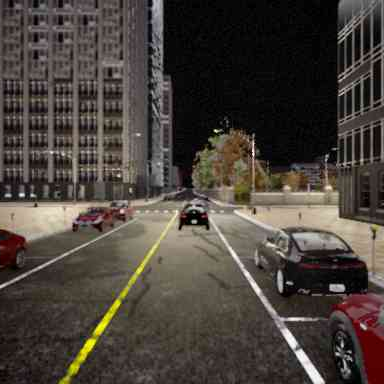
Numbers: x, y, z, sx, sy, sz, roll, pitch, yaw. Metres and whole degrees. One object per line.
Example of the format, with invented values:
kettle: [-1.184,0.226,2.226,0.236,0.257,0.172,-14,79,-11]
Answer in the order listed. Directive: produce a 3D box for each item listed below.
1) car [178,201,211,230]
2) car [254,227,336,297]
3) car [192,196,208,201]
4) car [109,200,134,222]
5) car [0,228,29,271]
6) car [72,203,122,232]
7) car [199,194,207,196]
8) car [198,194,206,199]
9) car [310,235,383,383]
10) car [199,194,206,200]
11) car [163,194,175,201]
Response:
car: [0.095,1.491,20.721,1.812,1.442,4.674,0,0,-1]
car: [2.689,1.540,8.358,2.008,1.369,4.403,0,0,0]
car: [0.780,1.467,36.604,2.033,1.411,5.357,0,0,13]
car: [-5.697,1.393,25.438,1.967,1.590,4.097,0,0,0]
car: [-5.692,1.571,8.357,1.802,1.307,4.206,0,0,0]
car: [-5.695,1.549,19.746,1.802,1.307,4.206,0,0,0]
car: [2.731,1.366,74.464,1.947,1.339,4.313,0,0,0]
car: [2.665,1.293,91.139,2.008,1.369,4.403,0,0,0]
car: [2.690,1.437,2.665,1.967,1.590,4.097,0,0,0]
car: [2.667,1.309,85.579,1.887,1.381,4.507,0,0,0]
car: [-5.858,1.349,79.961,1.947,1.339,4.313,0,0,0]
